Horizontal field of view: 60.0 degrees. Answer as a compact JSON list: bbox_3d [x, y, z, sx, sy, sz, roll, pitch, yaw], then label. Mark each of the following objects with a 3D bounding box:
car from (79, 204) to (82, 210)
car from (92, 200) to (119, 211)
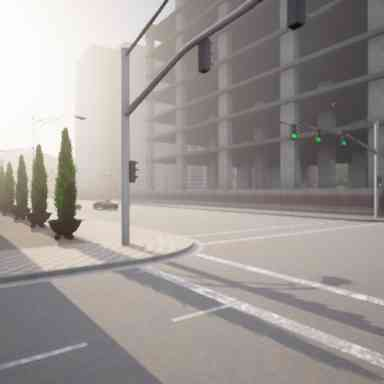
[{"bbox_3d":[-15.652,1.570,42.392,2.033,1.411,5.357,0,0,-35],"label":"car"},{"bbox_3d":[-10.792,1.613,41.545,1.895,1.301,4.718,0,0,-35],"label":"car"}]
